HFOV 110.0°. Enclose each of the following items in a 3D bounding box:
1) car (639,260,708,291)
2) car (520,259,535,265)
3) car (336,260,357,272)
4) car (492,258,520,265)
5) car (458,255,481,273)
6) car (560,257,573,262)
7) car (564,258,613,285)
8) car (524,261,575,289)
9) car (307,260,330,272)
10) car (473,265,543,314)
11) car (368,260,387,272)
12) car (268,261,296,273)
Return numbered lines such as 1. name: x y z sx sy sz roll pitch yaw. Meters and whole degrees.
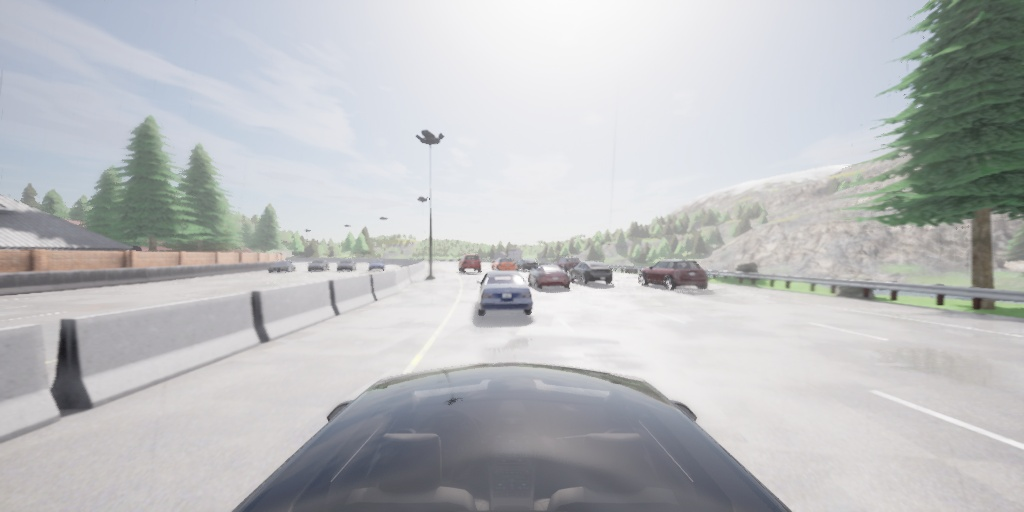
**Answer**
1. car: 9.369 0.988 21.213 2.097 1.767 4.553 0 0 -6
2. car: 1.746 1.100 43.796 1.837 1.490 4.892 0 0 -14
3. car: -20.560 1.204 44.734 1.837 1.490 4.892 0 0 -17
4. car: -0.984 0.972 39.923 2.097 1.767 4.553 0 0 -13
5. car: -4.988 0.855 42.006 2.150 2.045 5.566 0 0 -14
6. car: 6.190 0.937 39.962 2.097 1.767 4.553 0 0 -13
7. car: 5.396 1.148 25.054 1.837 1.490 4.892 0 0 -8
8. car: 2.206 1.231 22.329 1.994 1.385 4.181 0 0 -7
9. car: -24.414 1.220 45.409 1.837 1.490 4.892 0 0 -17
10. car: -0.360 1.258 13.514 2.033 1.411 5.357 0 0 -5
11. car: -17.365 1.204 46.289 1.812 1.442 4.674 0 0 -17
12. car: -27.193 1.303 42.511 1.994 1.385 4.181 0 0 -16
